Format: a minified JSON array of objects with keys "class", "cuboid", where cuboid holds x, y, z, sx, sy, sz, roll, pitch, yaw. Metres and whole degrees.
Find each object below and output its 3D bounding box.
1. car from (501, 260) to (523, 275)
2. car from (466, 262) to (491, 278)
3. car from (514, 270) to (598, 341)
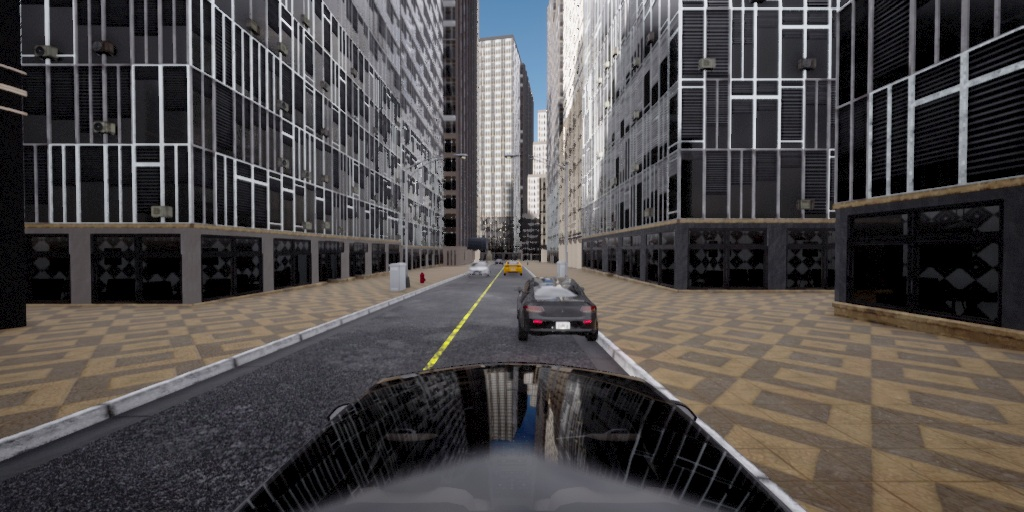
[{"class":"car","cuboid":[0.115,1.233,38.525,1.882,1.535,5.008,0,0,0]},{"class":"car","cuboid":[-3.069,1.278,33.859,1.812,1.442,4.674,0,0,0]},{"class":"car","cuboid":[1.057,1.275,9.724,1.812,1.442,4.674,0,0,0]}]
